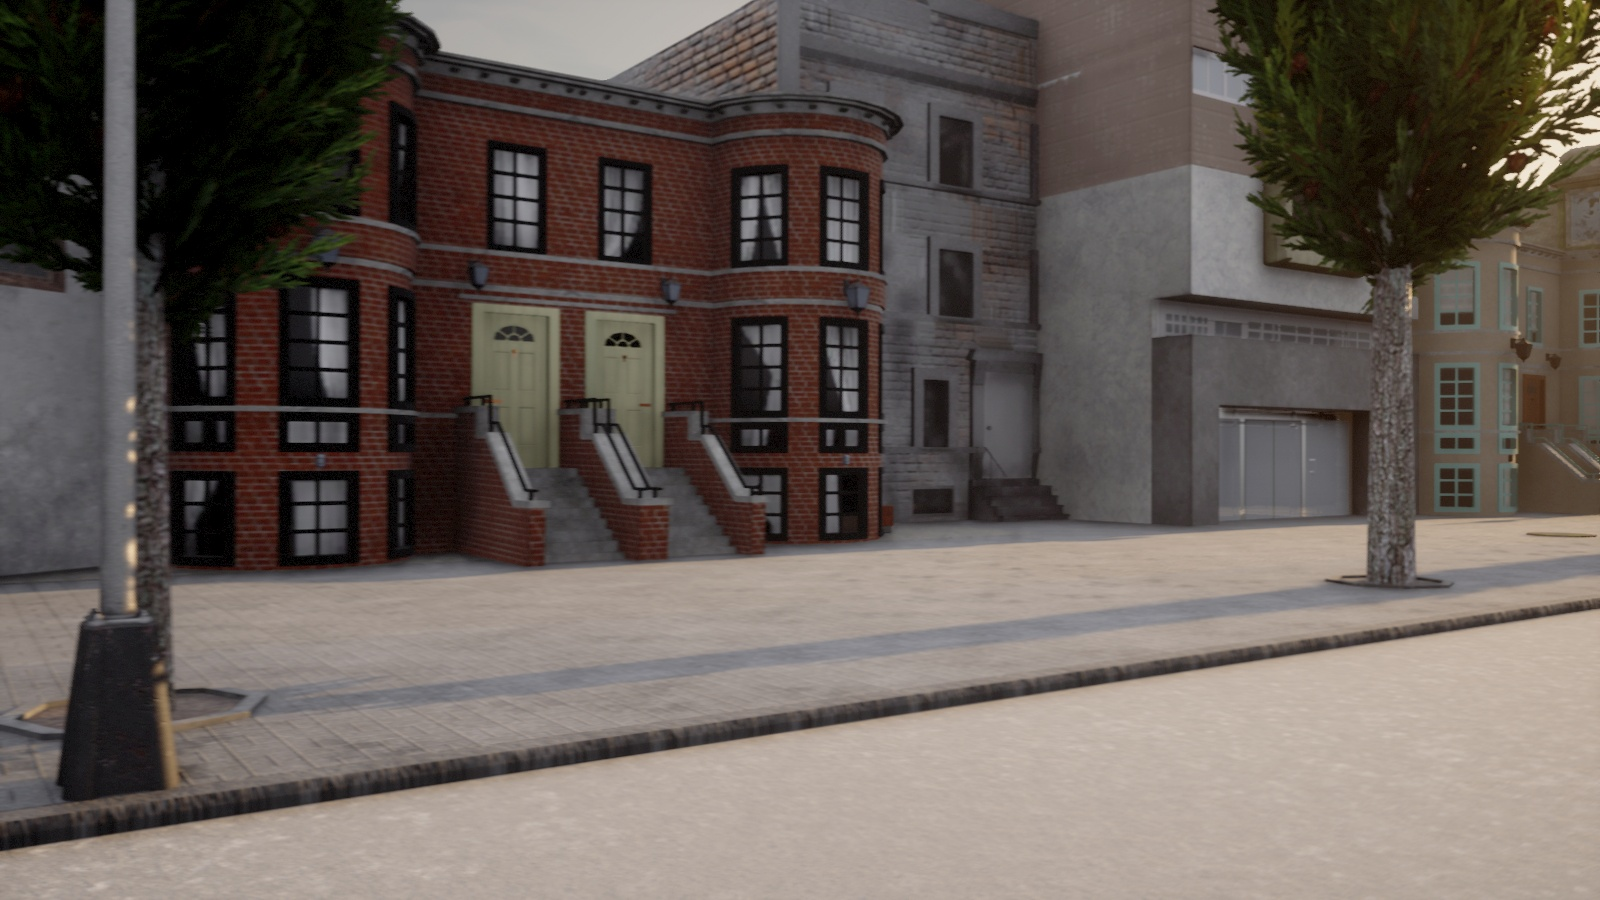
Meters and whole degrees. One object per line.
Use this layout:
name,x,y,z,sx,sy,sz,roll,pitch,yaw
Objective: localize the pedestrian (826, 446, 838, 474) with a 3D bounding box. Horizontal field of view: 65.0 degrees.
pedestrian,2.109,0.654,83.318,0.328,1.805,0.869,0,0,-36
